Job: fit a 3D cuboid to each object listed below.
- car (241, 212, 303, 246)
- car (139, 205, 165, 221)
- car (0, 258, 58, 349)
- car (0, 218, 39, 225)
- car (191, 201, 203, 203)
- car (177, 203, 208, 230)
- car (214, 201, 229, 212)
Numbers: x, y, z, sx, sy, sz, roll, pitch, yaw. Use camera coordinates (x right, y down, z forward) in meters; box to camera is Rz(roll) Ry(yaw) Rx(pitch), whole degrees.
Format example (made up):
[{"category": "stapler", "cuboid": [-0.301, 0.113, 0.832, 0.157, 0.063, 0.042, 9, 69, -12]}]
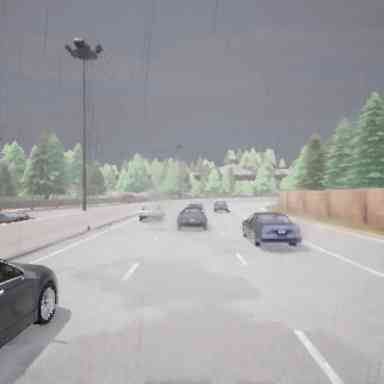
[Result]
[{"category": "car", "cuboid": [3.539, 1.637, 15.634, 2.033, 1.411, 5.357, 0, 0, 0]}, {"category": "car", "cuboid": [-3.494, 1.830, 29.742, 1.895, 1.301, 4.718, 0, 0, 0]}, {"category": "car", "cuboid": [-3.419, 1.557, 4.350, 1.837, 1.490, 4.892, 0, 0, 0]}, {"category": "car", "cuboid": [-10.588, 1.796, 18.852, 1.895, 1.301, 4.718, 0, 0, 0]}, {"category": "car", "cuboid": [0.763, 1.927, 47.154, 1.895, 1.301, 4.718, 0, 0, 8]}, {"category": "car", "cuboid": [0.019, 1.722, 22.557, 1.994, 1.385, 4.181, 0, 0, 0]}, {"category": "car", "cuboid": [3.766, 1.825, 42.757, 2.033, 1.411, 5.357, 0, 0, 5]}]
